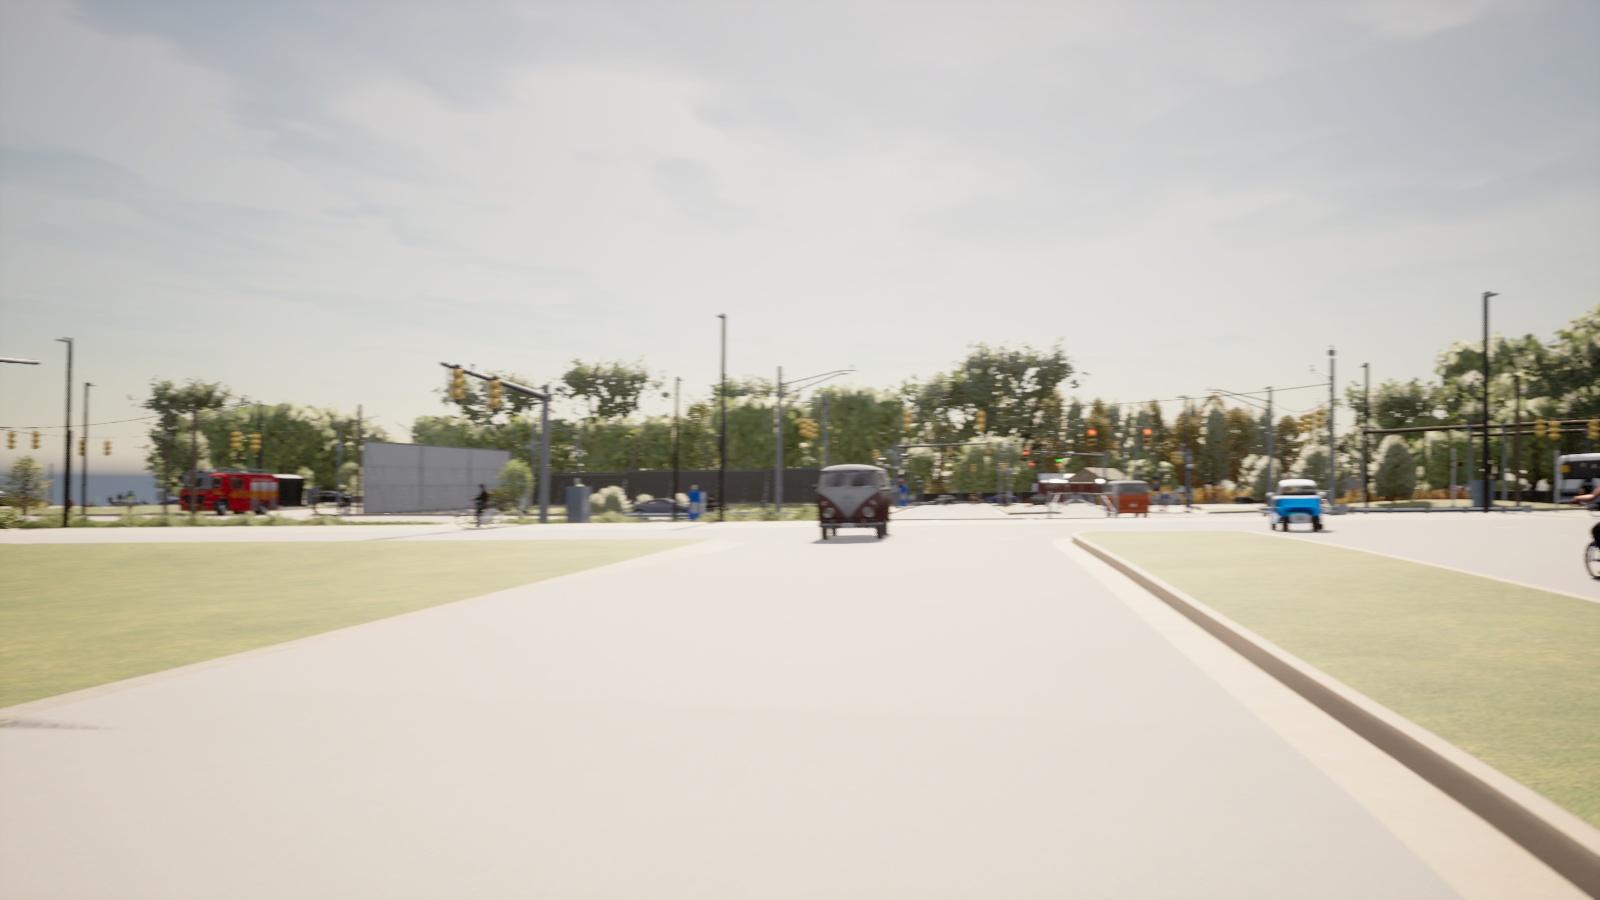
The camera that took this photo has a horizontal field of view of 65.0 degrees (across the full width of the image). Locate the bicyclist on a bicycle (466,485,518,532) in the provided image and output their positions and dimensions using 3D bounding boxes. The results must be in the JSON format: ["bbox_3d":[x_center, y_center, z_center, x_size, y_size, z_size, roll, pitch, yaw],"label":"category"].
[{"bbox_3d":[-11.890,2.245,48.493,1.843,1.776,0.659,-1,-2,9],"label":"bicyclist on a bicycle"}]

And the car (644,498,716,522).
[{"bbox_3d":[-7.554,3.770,79.233,4.181,1.385,1.994,-1,-2,8],"label":"car"}]

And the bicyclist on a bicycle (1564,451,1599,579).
[{"bbox_3d":[10.513,0.811,15.936,0.866,1.612,1.509,-1,-1,8],"label":"bicyclist on a bicycle"}]

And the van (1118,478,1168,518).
[{"bbox_3d":[17.744,2.442,65.138,1.775,1.987,4.442,-1,-1,6],"label":"van"}]

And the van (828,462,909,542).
[{"bbox_3d":[1.927,1.392,34.247,1.775,1.987,4.442,-2,-2,8],"label":"van"}]

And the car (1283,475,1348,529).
[{"bbox_3d":[13.781,1.371,33.640,1.481,1.376,2.207,-2,-2,20],"label":"car"}]
